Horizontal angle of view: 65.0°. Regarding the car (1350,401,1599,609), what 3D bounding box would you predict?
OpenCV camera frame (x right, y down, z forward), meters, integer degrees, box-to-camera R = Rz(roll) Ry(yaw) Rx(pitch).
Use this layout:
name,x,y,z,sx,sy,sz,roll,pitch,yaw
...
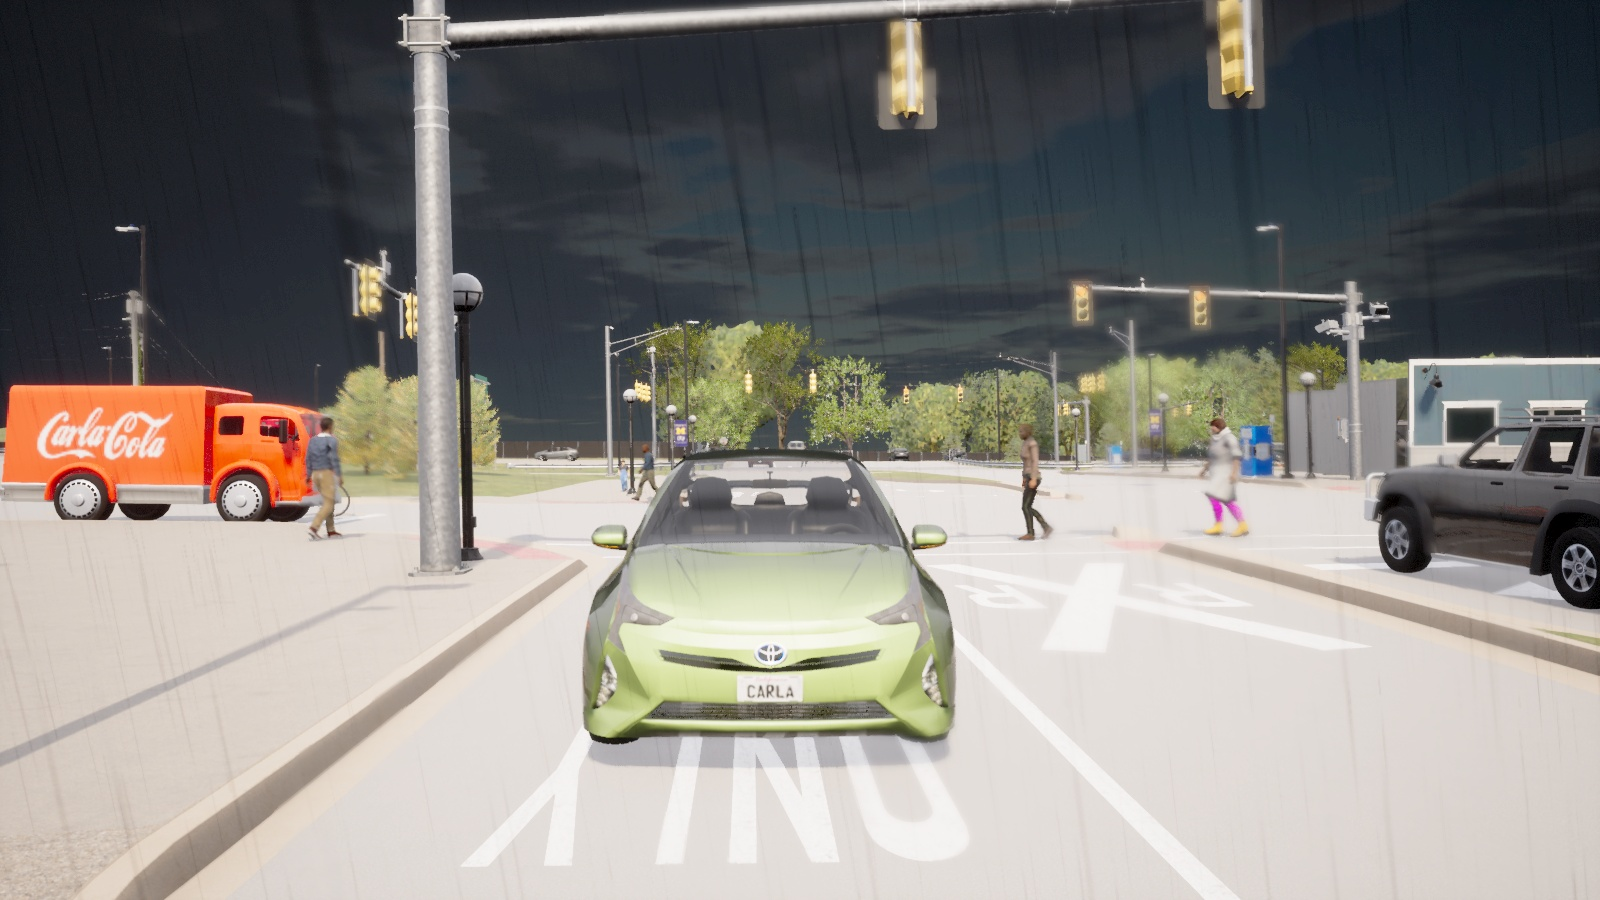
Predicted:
name,x,y,z,sx,sy,sz,roll,pitch,yaw
car,7.886,0.437,13.016,1.932,1.855,4.605,-1,1,-7

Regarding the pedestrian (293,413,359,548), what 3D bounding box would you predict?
name,x,y,z,sx,sy,sz,roll,pitch,yaw
pedestrian,-7.014,0.450,18.611,0.423,1.949,0.788,-2,-1,27

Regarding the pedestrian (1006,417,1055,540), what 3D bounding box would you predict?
name,x,y,z,sx,sy,sz,roll,pitch,yaw
pedestrian,3.522,0.431,19.213,0.634,1.846,0.331,-2,-1,0

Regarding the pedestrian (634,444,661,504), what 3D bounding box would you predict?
name,x,y,z,sx,sy,sz,roll,pitch,yaw
pedestrian,-4.689,0.735,38.542,0.726,1.835,0.370,-2,-1,-15

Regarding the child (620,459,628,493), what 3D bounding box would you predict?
name,x,y,z,sx,sy,sz,roll,pitch,yaw
child,-6.752,0.997,48.181,0.270,1.263,0.437,-2,-1,-5

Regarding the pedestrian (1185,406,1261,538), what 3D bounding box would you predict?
name,x,y,z,sx,sy,sz,roll,pitch,yaw
pedestrian,6.466,0.337,19.224,0.873,1.952,0.659,-2,-1,0

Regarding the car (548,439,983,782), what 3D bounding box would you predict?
name,x,y,z,sx,sy,sz,roll,pitch,yaw
car,-0.206,0.723,8.081,2.007,1.525,4.514,0,1,-1

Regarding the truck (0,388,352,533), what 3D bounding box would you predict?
name,x,y,z,sx,sy,sz,roll,pitch,yaw
truck,-11.176,0.198,22.731,5.204,2.467,2.627,0,-1,-2
